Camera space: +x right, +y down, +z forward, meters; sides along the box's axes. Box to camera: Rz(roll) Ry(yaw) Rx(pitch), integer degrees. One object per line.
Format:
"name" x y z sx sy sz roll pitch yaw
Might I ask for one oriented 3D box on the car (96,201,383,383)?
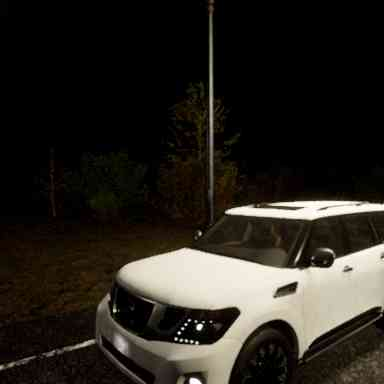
"car" 1.424 1.201 5.133 5.566 2.045 2.150 0 0 -39
